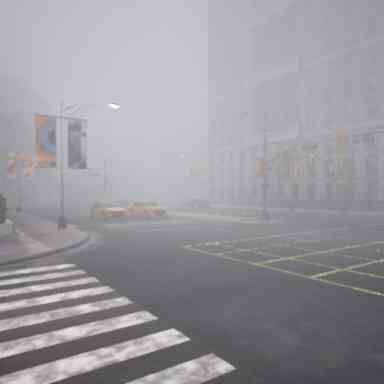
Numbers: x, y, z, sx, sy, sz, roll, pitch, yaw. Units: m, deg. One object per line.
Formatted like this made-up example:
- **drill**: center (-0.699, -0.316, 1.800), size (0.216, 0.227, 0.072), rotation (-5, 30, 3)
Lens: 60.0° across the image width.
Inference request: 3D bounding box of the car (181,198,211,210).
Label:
- **car**: center (0.485, 1.536, 43.838), size (1.837, 1.490, 4.892), rotation (0, 0, -34)

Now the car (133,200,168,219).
- **car**: center (-3.982, 1.516, 29.676), size (1.882, 1.535, 5.008), rotation (0, 0, -34)

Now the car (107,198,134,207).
- **car**: center (-11.832, 1.689, 54.779), size (4.718, 1.301, 1.895), rotation (0, 0, 43)

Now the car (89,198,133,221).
- **car**: center (-7.134, 1.528, 28.085), size (1.882, 1.535, 5.008), rotation (0, 0, -34)
